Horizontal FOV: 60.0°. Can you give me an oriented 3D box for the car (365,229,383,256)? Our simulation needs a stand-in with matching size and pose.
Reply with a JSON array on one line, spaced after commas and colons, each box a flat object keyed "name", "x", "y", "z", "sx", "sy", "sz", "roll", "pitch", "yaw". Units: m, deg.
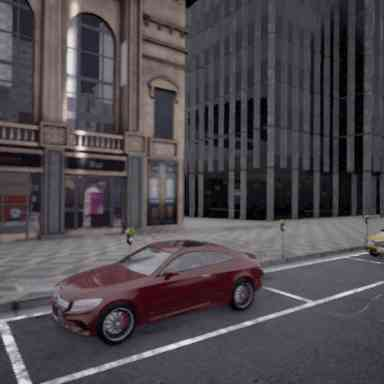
[{"name": "car", "x": 8.387, "y": 1.684, "z": 12.639, "sx": 4.829, "sy": 1.417, "sz": 1.752, "roll": 1, "pitch": 0, "yaw": -36}]

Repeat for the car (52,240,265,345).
[{"name": "car", "x": -0.408, "y": 1.619, "z": 6.361, "sx": 4.206, "sy": 1.307, "sz": 1.802, "roll": 1, "pitch": 0, "yaw": -36}]
